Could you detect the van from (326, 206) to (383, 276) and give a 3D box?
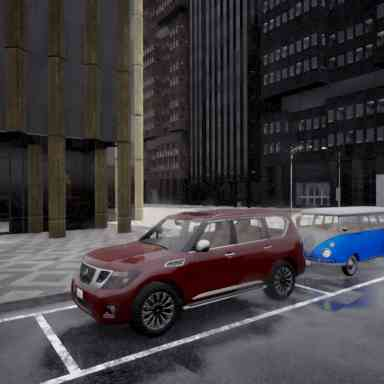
[{"bbox_3d":[4.731,1.341,10.038,3.998,1.788,1.690,0,0,-36],"label":"van"}]

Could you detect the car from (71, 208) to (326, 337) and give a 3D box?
[{"bbox_3d":[0.235,1.315,6.827,5.009,1.841,2.192,0,0,-36],"label":"car"}]
